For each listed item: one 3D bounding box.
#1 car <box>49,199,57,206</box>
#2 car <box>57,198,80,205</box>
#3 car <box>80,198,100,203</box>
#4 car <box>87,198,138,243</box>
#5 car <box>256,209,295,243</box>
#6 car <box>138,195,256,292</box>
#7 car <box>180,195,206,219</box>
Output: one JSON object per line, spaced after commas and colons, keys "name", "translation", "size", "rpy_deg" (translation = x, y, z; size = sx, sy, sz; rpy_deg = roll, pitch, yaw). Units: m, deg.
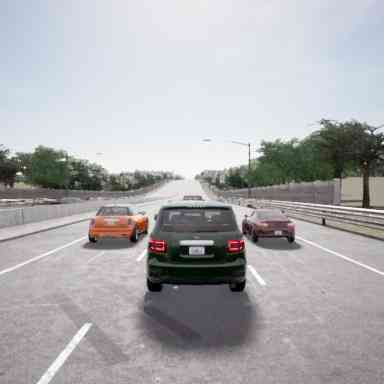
{"name": "car", "translation": [-21.083, 1.789, 53.470], "size": [1.895, 1.301, 4.718], "rpy_deg": [0, 0, 1]}
{"name": "car", "translation": [-17.612, 1.662, 49.067], "size": [1.837, 1.490, 4.892], "rpy_deg": [0, -1, 0]}
{"name": "car", "translation": [-14.115, 1.646, 48.798], "size": [2.128, 1.511, 4.902], "rpy_deg": [0, -1, 0]}
{"name": "car", "translation": [-3.421, 1.352, 16.308], "size": [2.097, 1.767, 4.553], "rpy_deg": [0, 0, 1]}
{"name": "car", "translation": [3.583, 1.526, 16.075], "size": [1.812, 1.442, 4.674], "rpy_deg": [0, 0, 0]}
{"name": "car", "translation": [0.091, 1.218, 9.078], "size": [2.150, 2.045, 5.566], "rpy_deg": [0, 0, 0]}
{"name": "car", "translation": [0.068, 1.263, 30.583], "size": [2.150, 2.045, 5.566], "rpy_deg": [0, 0, 0]}
